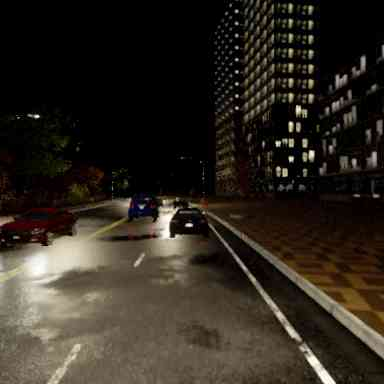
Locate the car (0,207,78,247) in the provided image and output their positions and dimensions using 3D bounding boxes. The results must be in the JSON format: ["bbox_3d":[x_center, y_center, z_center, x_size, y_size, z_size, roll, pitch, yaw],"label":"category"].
[{"bbox_3d":[-6.824,1.477,15.282,1.882,1.535,5.008,0,0,-2],"label":"car"}]

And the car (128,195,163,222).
[{"bbox_3d":[-3.763,1.219,26.776,2.150,2.045,5.566,0,0,-3],"label":"car"}]

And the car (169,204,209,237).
[{"bbox_3d":[-0.193,1.556,17.912,1.994,1.385,4.181,0,0,-2],"label":"car"}]

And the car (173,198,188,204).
[{"bbox_3d":[-1.534,1.510,44.514,2.128,1.511,4.902,0,0,-4],"label":"car"}]
